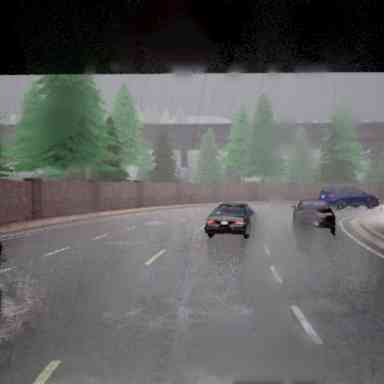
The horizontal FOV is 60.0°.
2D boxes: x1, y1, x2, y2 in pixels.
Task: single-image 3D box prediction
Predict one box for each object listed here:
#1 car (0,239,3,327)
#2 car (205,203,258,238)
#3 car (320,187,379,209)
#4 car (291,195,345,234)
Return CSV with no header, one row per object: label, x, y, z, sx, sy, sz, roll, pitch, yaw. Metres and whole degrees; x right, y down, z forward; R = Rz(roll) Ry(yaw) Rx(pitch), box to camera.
car,-3.437,1.450,2.385,1.837,1.490,4.892,0,1,2
car,1.978,1.213,15.510,2.033,1.411,5.357,0,1,16
car,14.490,0.558,30.851,5.566,2.045,2.150,0,1,-16
car,6.133,1.128,16.828,2.128,1.511,4.902,0,1,18
